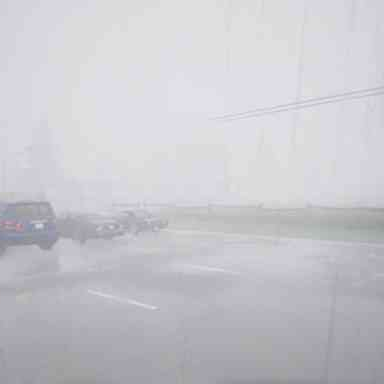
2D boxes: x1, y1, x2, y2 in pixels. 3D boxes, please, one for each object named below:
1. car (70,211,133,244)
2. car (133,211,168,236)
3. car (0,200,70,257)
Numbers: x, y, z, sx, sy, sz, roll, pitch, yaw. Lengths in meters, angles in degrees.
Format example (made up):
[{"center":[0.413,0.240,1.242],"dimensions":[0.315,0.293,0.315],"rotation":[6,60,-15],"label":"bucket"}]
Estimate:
[{"center":[-5.693,1.679,16.531],"dimensions":[5.357,1.411,2.033],"rotation":[-1,0,36],"label":"car"},{"center":[-3.755,1.734,19.449],"dimensions":[4.718,1.301,1.895],"rotation":[-1,0,36],"label":"car"},{"center":[-7.754,1.349,13.702],"dimensions":[5.566,2.045,2.150],"rotation":[0,0,36],"label":"car"}]
